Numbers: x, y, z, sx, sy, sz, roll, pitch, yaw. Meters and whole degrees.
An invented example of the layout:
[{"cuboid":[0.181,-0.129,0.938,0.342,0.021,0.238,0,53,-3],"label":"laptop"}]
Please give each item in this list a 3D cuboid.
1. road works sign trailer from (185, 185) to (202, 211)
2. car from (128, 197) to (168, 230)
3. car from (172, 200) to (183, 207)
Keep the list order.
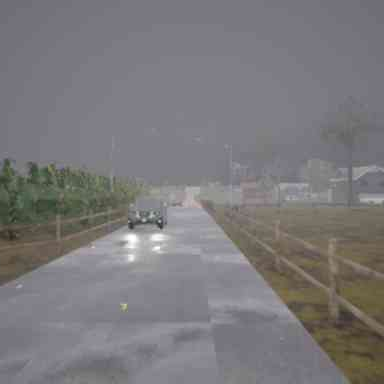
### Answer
[{"cuboid":[0.130,0.852,48.282,2.380,3.560,2.880,0,-1,-5],"label":"road works sign trailer"},{"cuboid":[-2.840,1.342,22.558,2.150,2.045,5.566,0,0,0],"label":"car"},{"cuboid":[-2.744,2.131,62.959,2.033,1.411,5.357,0,-1,1],"label":"car"}]
